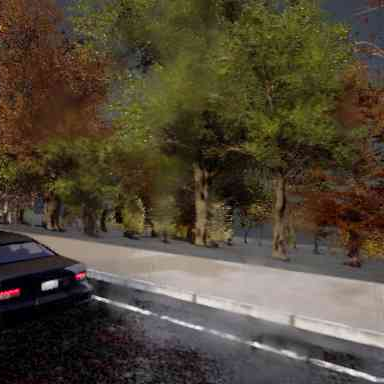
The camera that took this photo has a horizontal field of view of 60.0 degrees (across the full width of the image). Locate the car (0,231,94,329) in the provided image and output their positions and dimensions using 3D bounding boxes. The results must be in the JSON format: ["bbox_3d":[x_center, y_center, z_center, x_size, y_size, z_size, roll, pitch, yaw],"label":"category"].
[{"bbox_3d":[-4.308,1.518,6.754,5.357,1.411,2.033,0,0,35],"label":"car"}]
